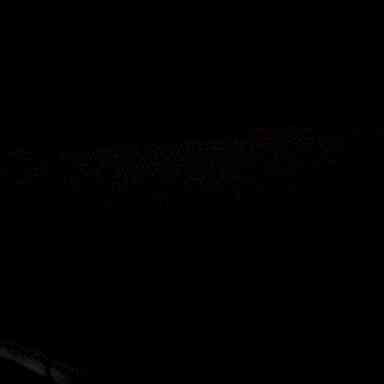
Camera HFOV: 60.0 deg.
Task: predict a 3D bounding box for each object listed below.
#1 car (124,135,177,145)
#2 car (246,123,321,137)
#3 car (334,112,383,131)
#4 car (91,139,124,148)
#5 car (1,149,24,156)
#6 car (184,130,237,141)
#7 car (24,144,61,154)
[{"bbox_3d":[-3.108,-4.211,28.796,4.892,1.521,2.231,2,1,34],"label":"car"},{"bbox_3d":[6.212,-3.930,22.782,5.008,1.535,2.097,2,1,32],"label":"car"},{"bbox_3d":[10.948,-3.913,19.936,4.553,1.767,2.185,2,1,31],"label":"car"},{"bbox_3d":[-7.655,-4.331,31.924,4.892,1.521,2.231,1,1,35],"label":"car"},{"bbox_3d":[-21.179,-4.610,41.258,4.674,1.452,2.002,1,1,35],"label":"car"},{"bbox_3d":[1.519,-4.033,25.740,4.674,1.452,2.002,2,1,33],"label":"car"},{"bbox_3d":[-16.656,-4.670,38.136,4.553,1.767,2.185,1,1,35],"label":"car"}]
